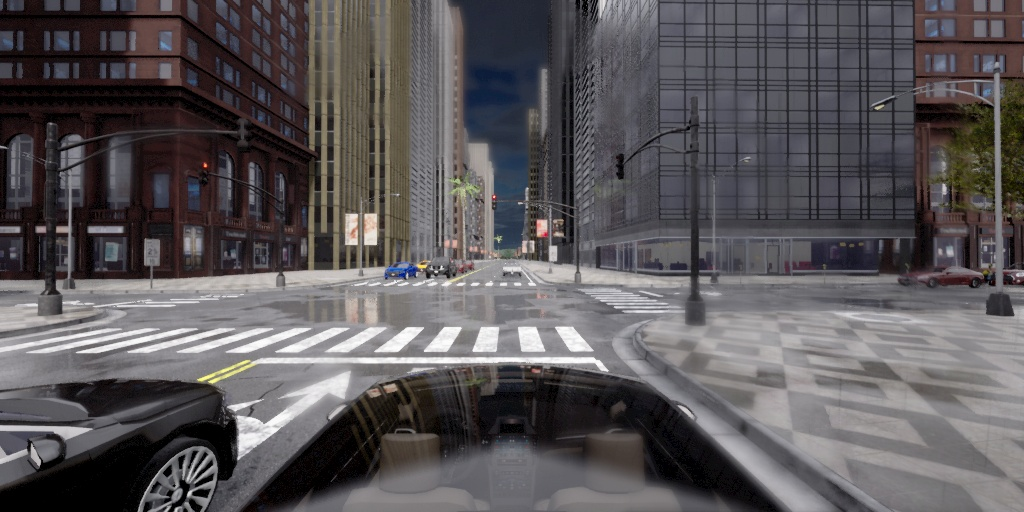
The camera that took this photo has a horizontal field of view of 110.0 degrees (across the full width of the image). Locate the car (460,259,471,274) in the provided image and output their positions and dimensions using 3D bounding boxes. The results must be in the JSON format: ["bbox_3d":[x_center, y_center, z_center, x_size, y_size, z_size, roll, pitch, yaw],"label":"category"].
[{"bbox_3d":[-6.676,1.198,43.584,2.097,1.767,4.553,0,0,0],"label":"car"}]

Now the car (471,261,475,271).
[{"bbox_3d":[-6.698,1.362,53.532,1.882,1.535,5.008,0,0,0],"label":"car"}]

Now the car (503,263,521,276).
[{"bbox_3d":[0.015,1.432,39.123,1.895,1.301,4.718,0,0,0],"label":"car"}]

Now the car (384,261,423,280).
[{"bbox_3d":[-9.916,1.288,32.436,1.882,1.535,5.008,0,0,0],"label":"car"}]

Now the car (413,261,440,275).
[{"bbox_3d":[-9.927,1.318,41.942,1.882,1.535,5.008,0,0,0],"label":"car"}]

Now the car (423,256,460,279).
[{"bbox_3d":[-6.674,1.038,34.333,2.150,2.045,5.566,0,0,0],"label":"car"}]

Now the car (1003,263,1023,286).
[{"bbox_3d":[32.056,1.118,22.178,4.097,1.591,1.967,0,0,-1],"label":"car"}]

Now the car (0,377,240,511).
[{"bbox_3d":[-3.138,1.241,0.968,2.128,1.511,4.902,0,0,-1],"label":"car"}]

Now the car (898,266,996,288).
[{"bbox_3d":[26.418,1.276,22.078,4.207,1.307,1.802,0,0,-1],"label":"car"}]
